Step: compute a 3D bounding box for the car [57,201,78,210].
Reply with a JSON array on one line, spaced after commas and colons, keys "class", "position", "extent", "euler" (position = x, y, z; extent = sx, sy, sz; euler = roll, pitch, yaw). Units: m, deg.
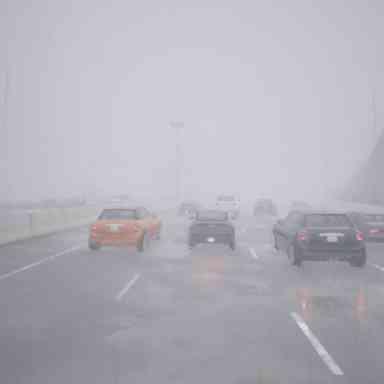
[{"class": "car", "position": [-15.779, 1.497, 43.315], "extent": [1.837, 1.490, 4.892], "euler": [0, 0, 14]}]

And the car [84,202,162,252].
[{"class": "car", "position": [-2.635, 1.355, 14.194], "extent": [2.097, 1.767, 4.553], "euler": [0, 0, 5]}]

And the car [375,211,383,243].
[{"class": "car", "position": [7.962, 1.574, 15.352], "extent": [2.033, 1.411, 5.357], "euler": [0, 0, 6]}]

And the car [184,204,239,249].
[{"class": "car", "position": [0.913, 1.515, 14.693], "extent": [1.837, 1.490, 4.892], "euler": [0, 0, 5]}]

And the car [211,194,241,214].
[{"class": "car", "position": [3.505, 1.248, 32.517], "extent": [2.150, 2.045, 5.566], "euler": [0, 0, 11]}]

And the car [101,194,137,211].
[{"class": "car", "position": [-9.017, 1.226, 41.570], "extent": [2.150, 2.045, 5.566], "euler": [0, 0, 14]}]

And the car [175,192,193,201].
[{"class": "car", "position": [-1.925, 1.055, 82.253], "extent": [2.150, 2.045, 5.566], "euler": [0, 0, 25]}]

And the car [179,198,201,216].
[{"class": "car", "position": [-0.002, 1.524, 32.706], "extent": [1.837, 1.490, 4.892], "euler": [0, 0, 11]}]

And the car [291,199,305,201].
[{"class": "car", "position": [11.382, 1.523, 35.756], "extent": [1.882, 1.535, 5.008], "euler": [0, 0, 13]}]

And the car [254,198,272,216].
[{"class": "car", "position": [7.292, 1.387, 33.425], "extent": [2.097, 1.767, 4.553], "euler": [0, 0, 11]}]

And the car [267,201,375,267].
[{"class": "car", "position": [4.167, 1.368, 11.648], "extent": [2.097, 1.767, 4.553], "euler": [0, 0, 4]}]
